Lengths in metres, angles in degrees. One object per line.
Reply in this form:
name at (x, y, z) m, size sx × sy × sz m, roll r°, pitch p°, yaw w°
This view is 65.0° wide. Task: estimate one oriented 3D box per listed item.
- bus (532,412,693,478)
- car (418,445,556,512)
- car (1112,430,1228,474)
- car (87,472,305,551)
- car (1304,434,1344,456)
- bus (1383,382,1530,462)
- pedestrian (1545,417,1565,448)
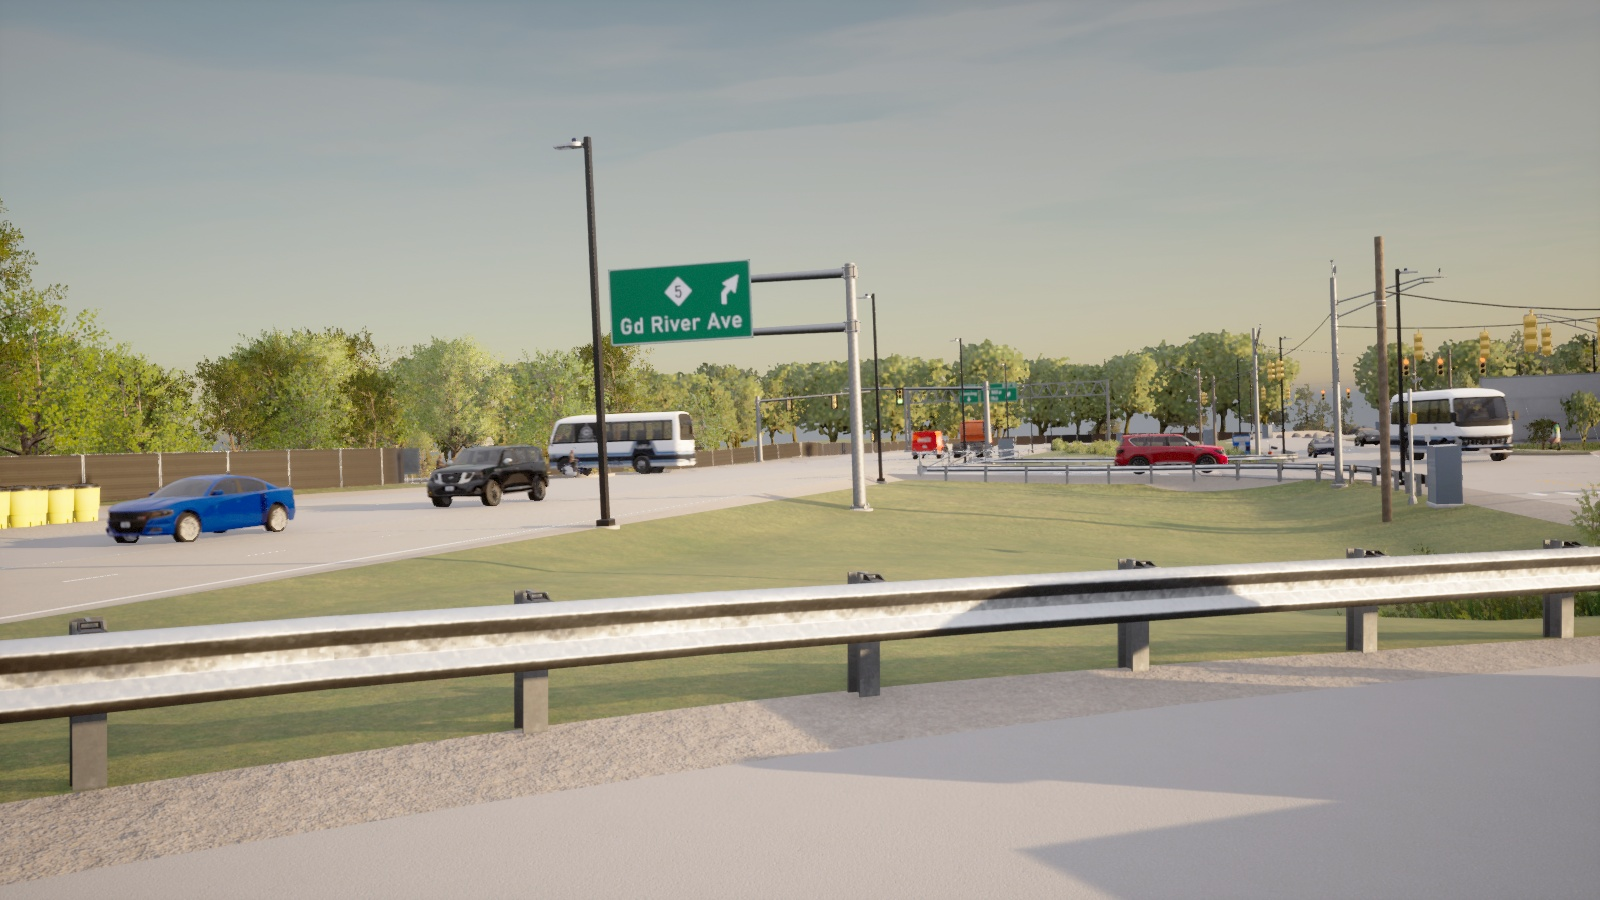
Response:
bus at (-13.119, -0.328, 88.042) m, size 10.273 × 4.253 × 3.944 m, roll -2°, pitch 0°, yaw 15°
car at (-10.765, 0.917, 43.741) m, size 2.150 × 2.045 × 5.566 m, roll -2°, pitch 0°, yaw 15°
car at (18.898, 0.090, 64.236) m, size 5.566 × 2.045 × 2.150 m, roll -2°, pitch 0°, yaw 17°
car at (-14.397, 1.420, 30.332) m, size 1.882 × 1.535 × 5.008 m, roll -2°, pitch 0°, yaw 15°
car at (37.887, -0.356, 90.901) m, size 2.033 × 1.411 × 5.357 m, roll -2°, pitch 1°, yaw 16°
bus at (38.580, -1.626, 74.352) m, size 3.944 × 4.253 × 10.273 m, roll -3°, pitch 1°, yaw 5°
pedestrian at (48.580, -1.100, 80.817) m, size 0.659 × 1.952 × 0.873 m, roll -4°, pitch 2°, yaw -37°
